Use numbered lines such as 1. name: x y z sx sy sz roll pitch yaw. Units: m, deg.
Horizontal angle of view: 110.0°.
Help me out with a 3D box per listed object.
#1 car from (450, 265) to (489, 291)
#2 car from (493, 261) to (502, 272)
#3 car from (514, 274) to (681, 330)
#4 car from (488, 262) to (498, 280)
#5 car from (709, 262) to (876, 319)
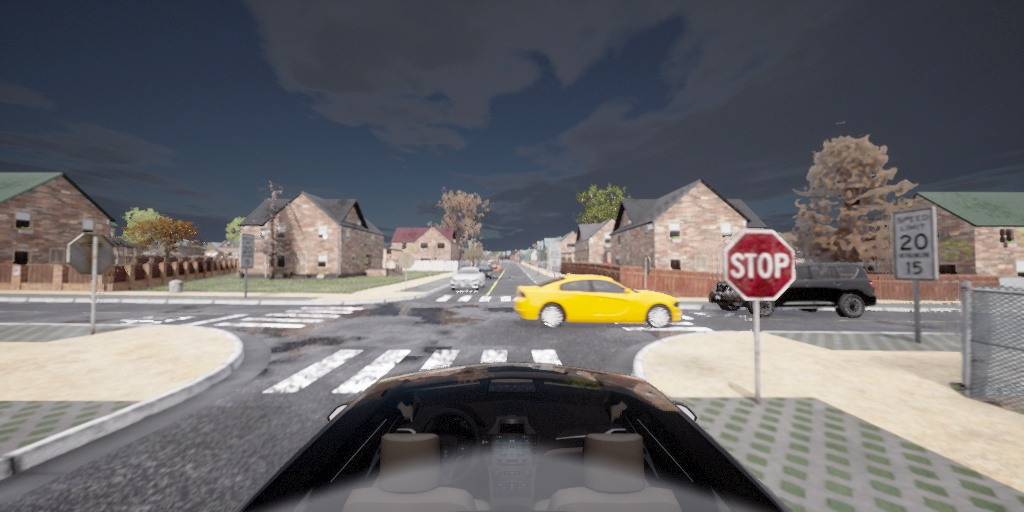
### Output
1. car: -2.893 1.510 24.403 1.812 1.442 4.674 0 -1 2
2. car: -2.760 1.670 57.554 2.097 1.767 4.553 0 0 0
3. car: 2.572 1.342 11.115 5.008 1.535 1.882 1 -1 0
4. car: -2.838 1.657 36.779 2.033 1.411 5.357 0 -1 0
5. car: 10.820 1.269 14.046 5.566 2.045 2.150 0 -2 0
